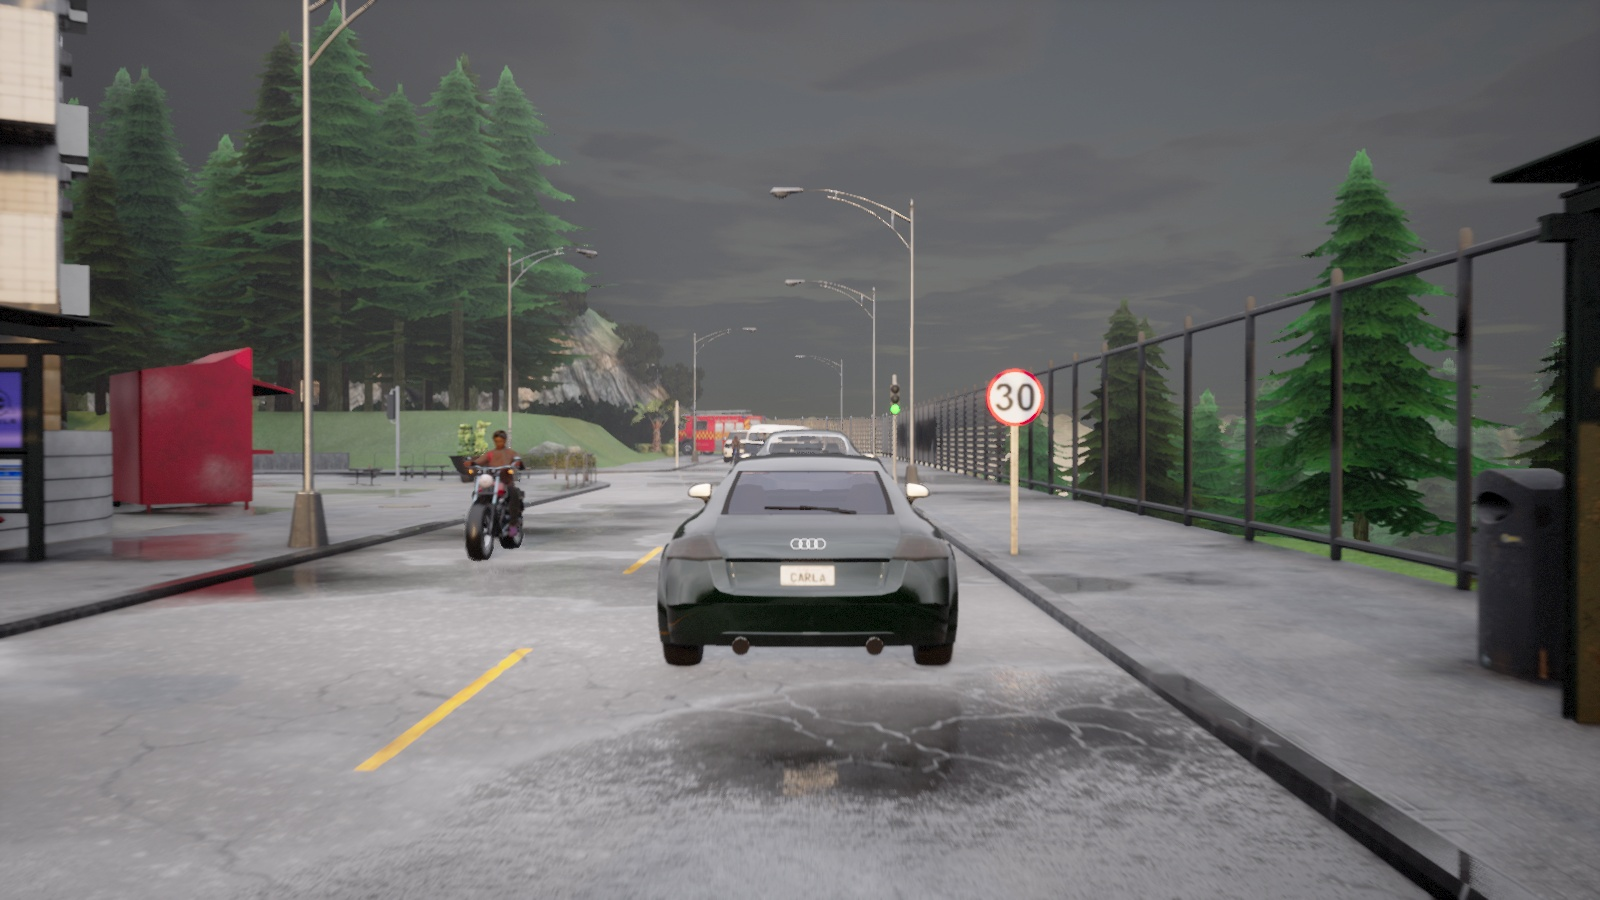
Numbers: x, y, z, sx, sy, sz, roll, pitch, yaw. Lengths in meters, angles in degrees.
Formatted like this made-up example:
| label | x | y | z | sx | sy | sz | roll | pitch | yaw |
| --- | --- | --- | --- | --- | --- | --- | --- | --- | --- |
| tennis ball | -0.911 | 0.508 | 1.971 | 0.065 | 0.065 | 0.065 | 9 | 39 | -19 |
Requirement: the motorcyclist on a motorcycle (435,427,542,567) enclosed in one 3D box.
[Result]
| label | x | y | z | sx | sy | sz | roll | pitch | yaw |
| --- | --- | --- | --- | --- | --- | --- | --- | --- | --- |
| motorcyclist on a motorcycle | -3.898 | 0.536 | 15.929 | 0.766 | 1.649 | 2.350 | 0 | 1 | 0 |

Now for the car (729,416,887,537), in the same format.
| label | x | y | z | sx | sy | sz | roll | pitch | yaw |
| --- | --- | --- | --- | --- | --- | --- | --- | --- | --- |
| car | 0.120 | 0.331 | 19.651 | 2.152 | 1.651 | 5.027 | 0 | 1 | 0 |

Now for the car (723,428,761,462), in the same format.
| label | x | y | z | sx | sy | sz | roll | pitch | yaw |
| --- | --- | --- | --- | --- | --- | --- | --- | --- | --- |
| car | -3.570 | -0.313 | 78.352 | 2.150 | 2.045 | 5.566 | 0 | 1 | 0 |

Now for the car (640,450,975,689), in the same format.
| label | x | y | z | sx | sy | sz | roll | pitch | yaw |
| --- | --- | --- | --- | --- | --- | --- | --- | --- | --- |
| car | 0.064 | 0.715 | 9.587 | 1.994 | 1.385 | 4.181 | 0 | 1 | 1 |

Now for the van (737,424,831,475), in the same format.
| label | x | y | z | sx | sy | sz | roll | pitch | yaw |
| --- | --- | --- | --- | --- | --- | --- | --- | --- | --- |
| van | -0.628 | -0.056 | 53.047 | 2.069 | 2.038 | 4.480 | 1 | 1 | 28 |
